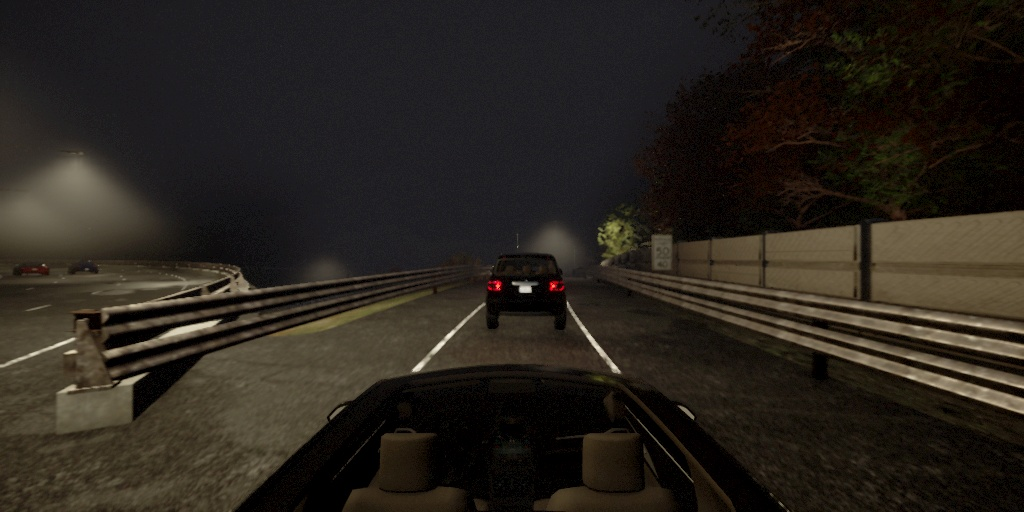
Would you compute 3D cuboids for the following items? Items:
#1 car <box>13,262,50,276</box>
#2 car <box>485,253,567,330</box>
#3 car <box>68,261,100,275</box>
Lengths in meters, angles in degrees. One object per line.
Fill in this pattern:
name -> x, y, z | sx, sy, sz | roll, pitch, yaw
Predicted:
car -> -48.742, 1.282, 36.393 | 4.181, 1.385, 1.994 | 0, 0, 32
car -> 0.474, 0.979, 11.451 | 2.150, 2.045, 5.566 | 0, -1, 3
car -> -47.249, 1.252, 39.553 | 4.674, 1.442, 1.812 | 0, 0, 34
